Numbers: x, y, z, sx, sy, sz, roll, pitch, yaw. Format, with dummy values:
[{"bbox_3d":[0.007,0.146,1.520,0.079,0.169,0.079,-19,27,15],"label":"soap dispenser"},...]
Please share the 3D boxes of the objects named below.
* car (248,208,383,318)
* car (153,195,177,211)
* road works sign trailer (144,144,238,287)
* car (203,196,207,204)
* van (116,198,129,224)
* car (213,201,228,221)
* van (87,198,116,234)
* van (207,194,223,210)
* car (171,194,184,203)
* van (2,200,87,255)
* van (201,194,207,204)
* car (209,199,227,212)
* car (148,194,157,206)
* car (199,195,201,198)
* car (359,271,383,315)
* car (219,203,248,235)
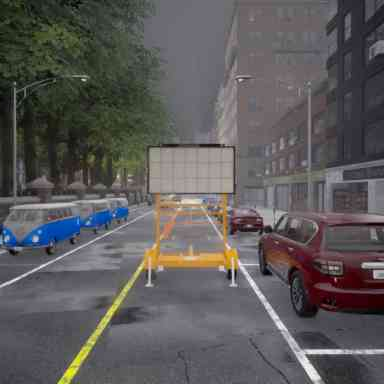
[{"bbox_3d":[2.840,1.314,7.363,2.192,1.841,5.009,0,0,0],"label":"car"},{"bbox_3d":[-3.173,1.448,39.595,1.882,1.535,5.008,0,0,0],"label":"car"},{"bbox_3d":[-0.017,0.463,9.312,2.380,3.560,2.880,0,0,0],"label":"road works sign trailer"},{"bbox_3d":[2.779,1.513,41.326,1.887,1.381,4.507,0,0,0],"label":"car"},{"bbox_3d":[-5.716,1.329,24.301,1.690,1.788,3.998,0,0,0],"label":"van"},{"bbox_3d":[2.810,1.570,24.345,1.802,1.307,4.206,0,0,0],"label":"car"},{"bbox_3d":[-5.706,1.334,18.643,1.690,1.788,3.998,0,0,0],"label":"van"},{"bbox_3d":[2.789,1.317,35.666,1.690,1.788,3.998,0,0,0],"label":"van"},{"bbox_3d":[-3.125,1.485,67.455,1.994,1.385,4.181,0,0,0],"label":"car"},{"bbox_3d":[-5.695,1.338,12.986,1.690,1.788,3.998,0,0,0],"label":"van"},{"bbox_3d":[2.758,1.291,52.647,1.690,1.788,3.998,0,0,0],"label":"van"},{"bbox_3d":[2.799,1.564,30.006,1.802,1.307,4.206,0,0,0],"label":"car"},{"bbox_3d":[-5.767,1.265,52.591,2.192,1.841,5.009,0,0,0],"label":"car"},{"bbox_3d":[2.748,1.506,58.308,1.947,1.339,4.313,0,0,0],"label":"car"},{"bbox_3d":[2.851,1.582,1.703,1.802,1.307,4.206,0,0,0],"label":"car"},{"bbox_3d":[2.820,1.538,18.685,1.887,1.381,4.507,0,0,0],"label":"car"}]
